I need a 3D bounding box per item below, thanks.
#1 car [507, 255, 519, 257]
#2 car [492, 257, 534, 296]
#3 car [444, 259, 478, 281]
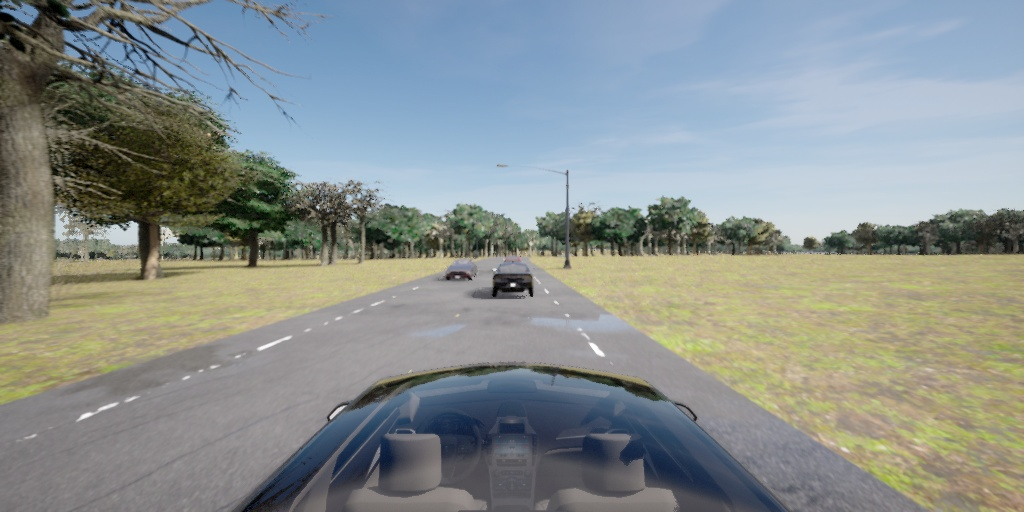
[{"bbox_3d":[0.086,0.680,37.263,1.882,1.535,5.008,0,1,0],"label":"car"},{"bbox_3d":[0.058,1.022,17.710,1.882,1.535,5.008,0,1,0],"label":"car"},{"bbox_3d":[-3.517,0.951,25.920,2.033,1.411,5.357,0,1,0],"label":"car"}]
